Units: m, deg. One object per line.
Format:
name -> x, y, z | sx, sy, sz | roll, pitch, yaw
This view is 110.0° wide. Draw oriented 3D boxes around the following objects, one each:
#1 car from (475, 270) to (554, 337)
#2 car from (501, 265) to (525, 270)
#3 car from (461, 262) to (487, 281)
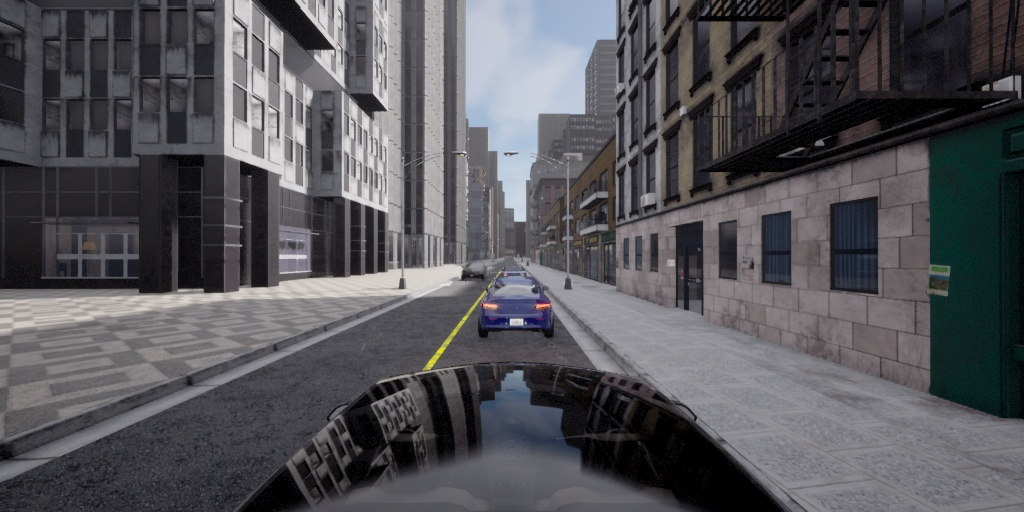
car -> 0.096, 1.279, 10.134 | 1.812, 1.442, 4.674 | 0, 0, 0
car -> 0.092, 1.372, 27.879 | 1.895, 1.301, 4.718 | 0, 0, -1
car -> -3.112, 1.252, 30.292 | 1.882, 1.535, 5.008 | 0, 0, 0
